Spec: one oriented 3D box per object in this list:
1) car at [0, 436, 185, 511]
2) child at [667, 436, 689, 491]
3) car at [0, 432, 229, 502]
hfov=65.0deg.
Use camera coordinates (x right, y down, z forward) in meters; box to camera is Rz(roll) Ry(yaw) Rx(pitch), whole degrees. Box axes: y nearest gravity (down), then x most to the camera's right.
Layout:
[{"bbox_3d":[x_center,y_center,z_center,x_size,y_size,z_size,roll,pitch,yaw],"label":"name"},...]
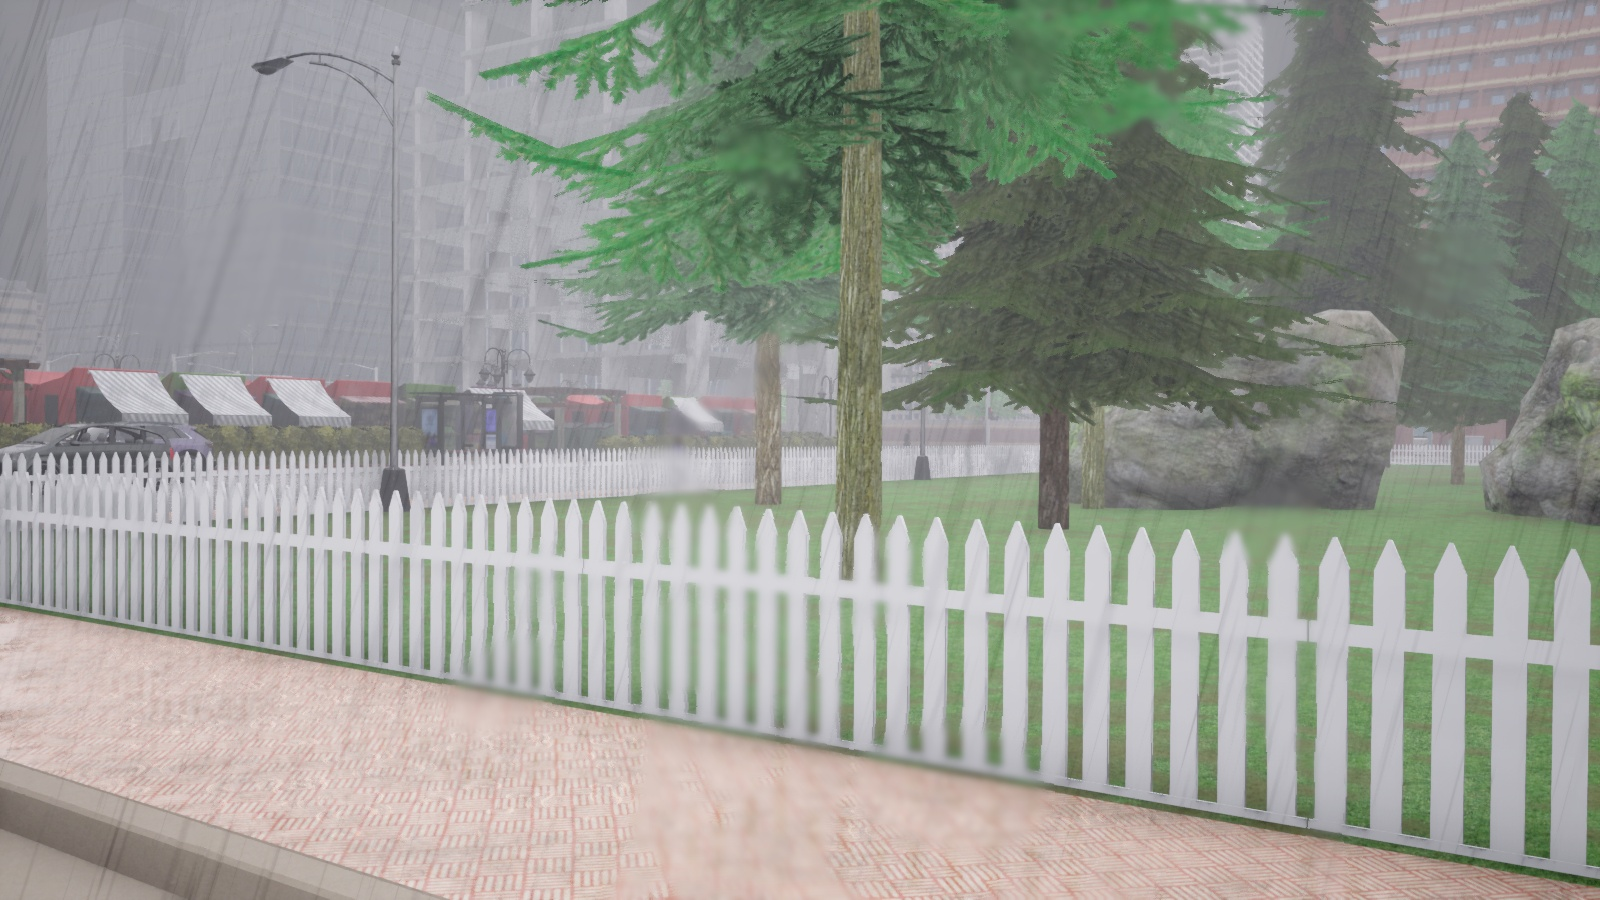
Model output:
[{"bbox_3d":[-16.081,0.471,28.169,1.789,1.549,3.705,0,1,32],"label":"car"},{"bbox_3d":[-2.782,0.304,28.655,0.270,1.263,0.437,0,1,32],"label":"child"},{"bbox_3d":[-17.565,0.378,32.379,2.033,1.649,4.856,0,1,32],"label":"car"}]
